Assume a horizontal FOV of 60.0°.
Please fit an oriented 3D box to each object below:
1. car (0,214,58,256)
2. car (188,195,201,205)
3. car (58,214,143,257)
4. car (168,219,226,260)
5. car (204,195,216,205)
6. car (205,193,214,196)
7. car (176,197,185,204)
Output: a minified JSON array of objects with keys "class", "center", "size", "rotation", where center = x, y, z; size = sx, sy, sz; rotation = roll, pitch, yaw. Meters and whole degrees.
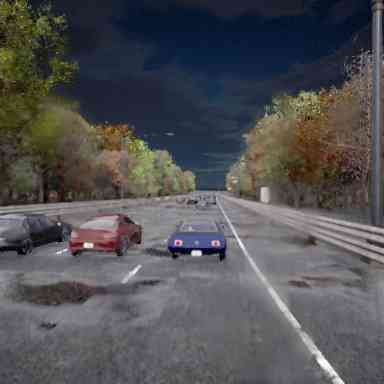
[{"class":"car","center":[-6.679,1.572,13.267],"size":[2.033,1.411,5.357],"rotation":[0,0,4]},{"class":"car","center":[0.275,1.817,66.193],"size":[1.882,1.535,5.008],"rotation":[0,0,4]},{"class":"car","center":[-3.188,1.577,13.041],"size":[1.812,1.442,4.674],"rotation":[0,0,4]},{"class":"car","center":[0.305,1.677,12.817],"size":[1.895,1.301,4.718],"rotation":[0,0,4]},{"class":"car","center":[4.016,1.942,69.742],"size":[1.994,1.385,4.181],"rotation":[0,0,4]},{"class":"car","center":[5.226,1.693,88.270],"size":[2.150,2.045,5.566],"rotation":[0,0,4]},{"class":"car","center":[-2.577,1.885,76.210],"size":[2.128,1.511,4.902],"rotation":[0,0,4]}]
